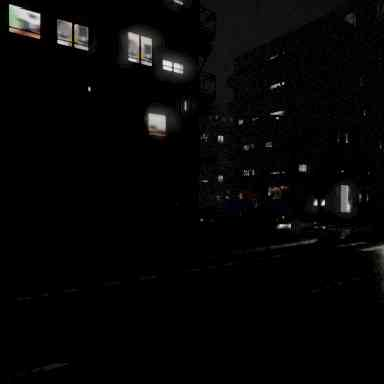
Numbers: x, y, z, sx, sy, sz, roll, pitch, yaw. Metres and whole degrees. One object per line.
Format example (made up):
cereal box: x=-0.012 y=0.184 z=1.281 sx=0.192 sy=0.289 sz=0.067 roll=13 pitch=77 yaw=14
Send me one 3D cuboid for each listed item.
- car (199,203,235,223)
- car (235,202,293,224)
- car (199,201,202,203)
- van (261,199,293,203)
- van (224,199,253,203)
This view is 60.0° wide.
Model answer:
car: x=1.798 y=1.874 z=28.649 sx=1.802 sy=1.307 sz=4.206 roll=-1 pitch=0 yaw=-36
car: x=5.907 y=1.802 z=27.399 sx=1.994 sy=1.385 sz=4.181 roll=0 pitch=-1 yaw=-36
car: x=0.350 y=1.716 z=34.964 sx=2.097 sy=1.767 sz=4.553 roll=0 pitch=-1 yaw=-36
van: x=8.541 y=1.603 z=33.562 sx=1.690 sy=1.788 sz=3.998 roll=-1 pitch=0 yaw=-36
van: x=5.228 y=1.676 z=38.080 sx=1.690 sy=1.788 sz=3.998 roll=-1 pitch=0 yaw=-36
